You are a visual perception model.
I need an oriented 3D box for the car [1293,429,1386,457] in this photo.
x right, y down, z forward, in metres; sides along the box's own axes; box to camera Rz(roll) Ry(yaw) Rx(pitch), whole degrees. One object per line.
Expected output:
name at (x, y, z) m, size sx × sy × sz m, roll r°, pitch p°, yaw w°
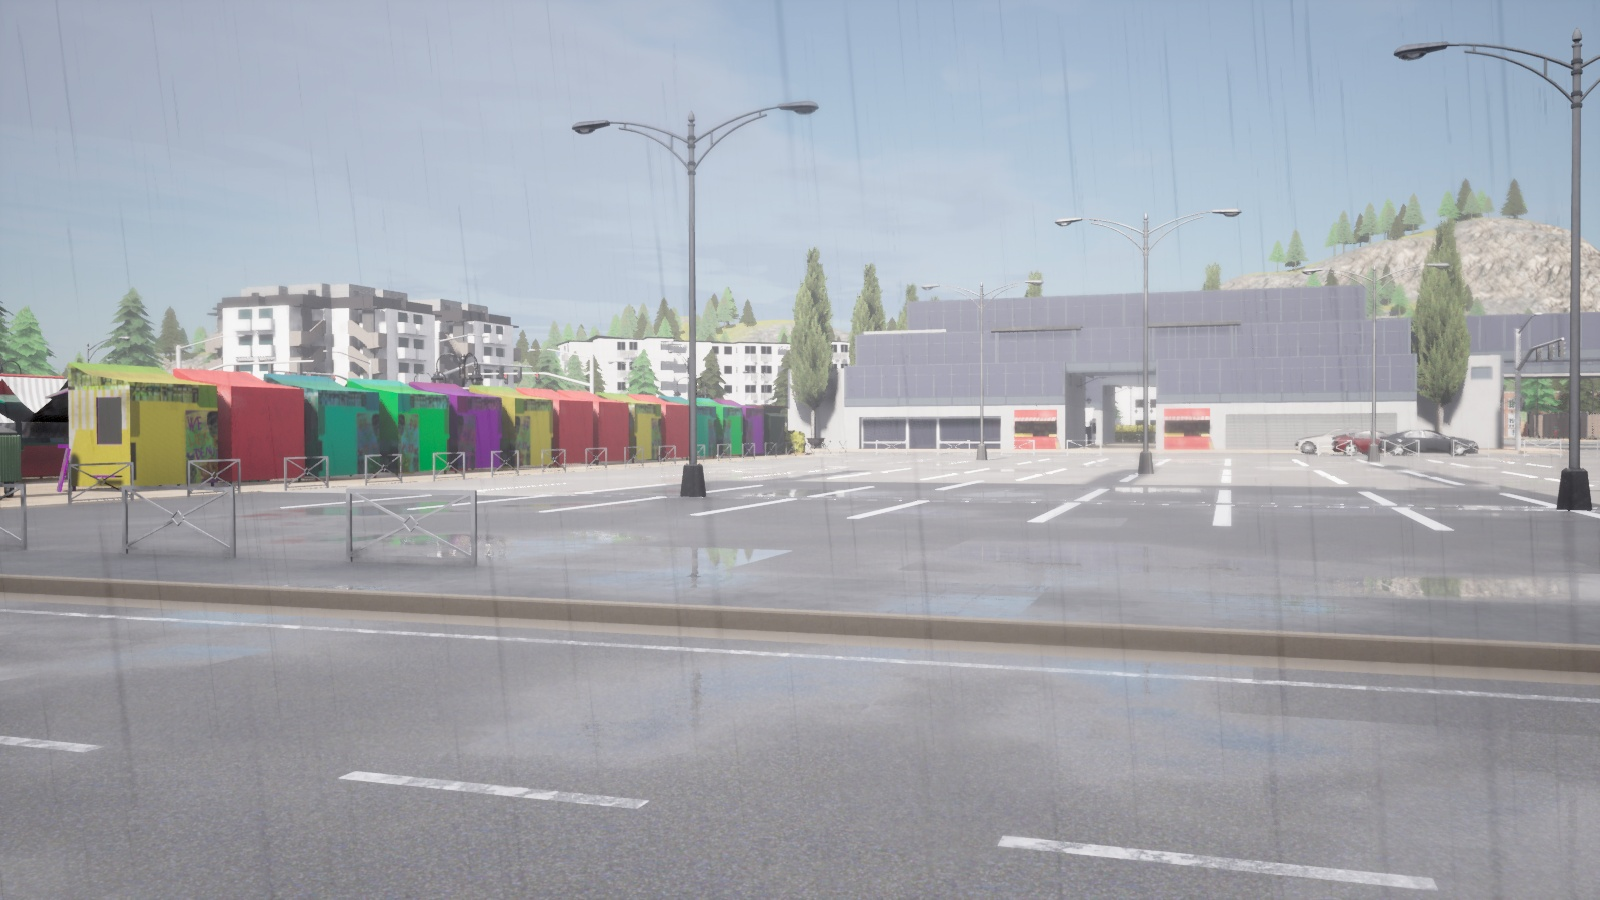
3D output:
car at (32.497, -0.430, 75.745) m, size 5.027 × 1.651 × 2.152 m, roll 1°, pitch 1°, yaw 20°

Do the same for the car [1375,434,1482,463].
car at (33.860, -0.120, 67.801) m, size 4.902 × 1.511 × 2.128 m, roll 1°, pitch 1°, yaw 20°

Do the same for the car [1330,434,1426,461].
car at (32.991, -0.145, 71.838) m, size 4.792 × 1.488 × 2.163 m, roll 1°, pitch 1°, yaw 20°
